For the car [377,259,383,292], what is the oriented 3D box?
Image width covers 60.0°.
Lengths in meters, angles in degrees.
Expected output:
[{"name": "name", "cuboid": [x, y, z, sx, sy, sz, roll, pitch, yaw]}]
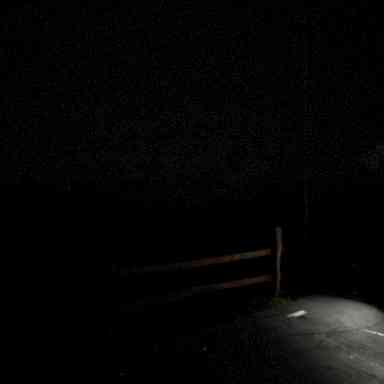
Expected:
[{"name": "car", "cuboid": [5.968, 1.443, 7.322, 4.674, 1.442, 1.812, -1, 0, -35]}]

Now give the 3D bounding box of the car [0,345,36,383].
[{"name": "car", "cuboid": [-3.139, 1.567, 0.826, 5.357, 1.411, 2.033, -1, 0, -35]}]
